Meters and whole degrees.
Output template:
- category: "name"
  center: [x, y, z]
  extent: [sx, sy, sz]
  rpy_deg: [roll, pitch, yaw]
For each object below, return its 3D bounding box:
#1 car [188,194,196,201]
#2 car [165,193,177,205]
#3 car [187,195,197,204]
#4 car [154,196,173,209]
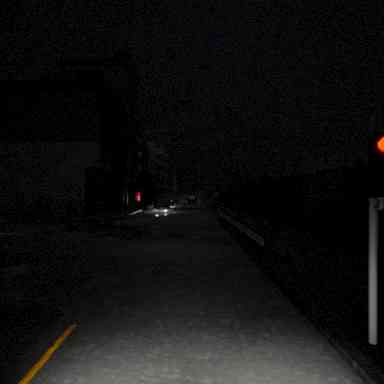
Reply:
- category: "car"
  center: [0.041, 1.310, 76.663]
  extent: [1.882, 1.535, 5.008]
  rpy_deg: [0, 0, 0]
- category: "car"
  center: [-4.054, 1.352, 55.390]
  extent: [2.097, 1.767, 4.553]
  rpy_deg: [0, 0, 0]
- category: "car"
  center: [0.038, 1.491, 66.243]
  extent: [2.128, 1.511, 4.902]
  rpy_deg: [0, 0, 0]
- category: "car"
  center: [-4.067, 1.564, 45.660]
  extent: [1.994, 1.385, 4.181]
  rpy_deg: [0, 0, 0]
